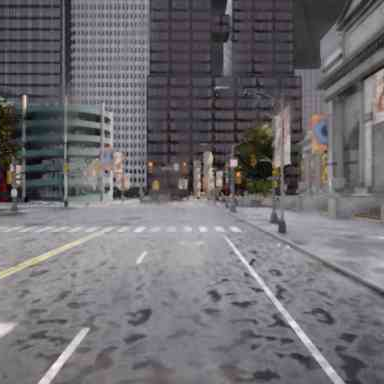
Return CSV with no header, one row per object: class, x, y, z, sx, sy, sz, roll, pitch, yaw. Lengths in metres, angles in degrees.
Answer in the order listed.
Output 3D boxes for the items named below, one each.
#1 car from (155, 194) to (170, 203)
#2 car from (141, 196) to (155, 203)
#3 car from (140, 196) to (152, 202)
car,-7.152,1.589,79.730,2.150,2.045,5.566,0,0,0
car,-10.652,1.713,78.264,2.097,1.767,4.553,0,0,0
car,-13.075,1.969,94.109,2.033,1.411,5.357,0,0,-21
